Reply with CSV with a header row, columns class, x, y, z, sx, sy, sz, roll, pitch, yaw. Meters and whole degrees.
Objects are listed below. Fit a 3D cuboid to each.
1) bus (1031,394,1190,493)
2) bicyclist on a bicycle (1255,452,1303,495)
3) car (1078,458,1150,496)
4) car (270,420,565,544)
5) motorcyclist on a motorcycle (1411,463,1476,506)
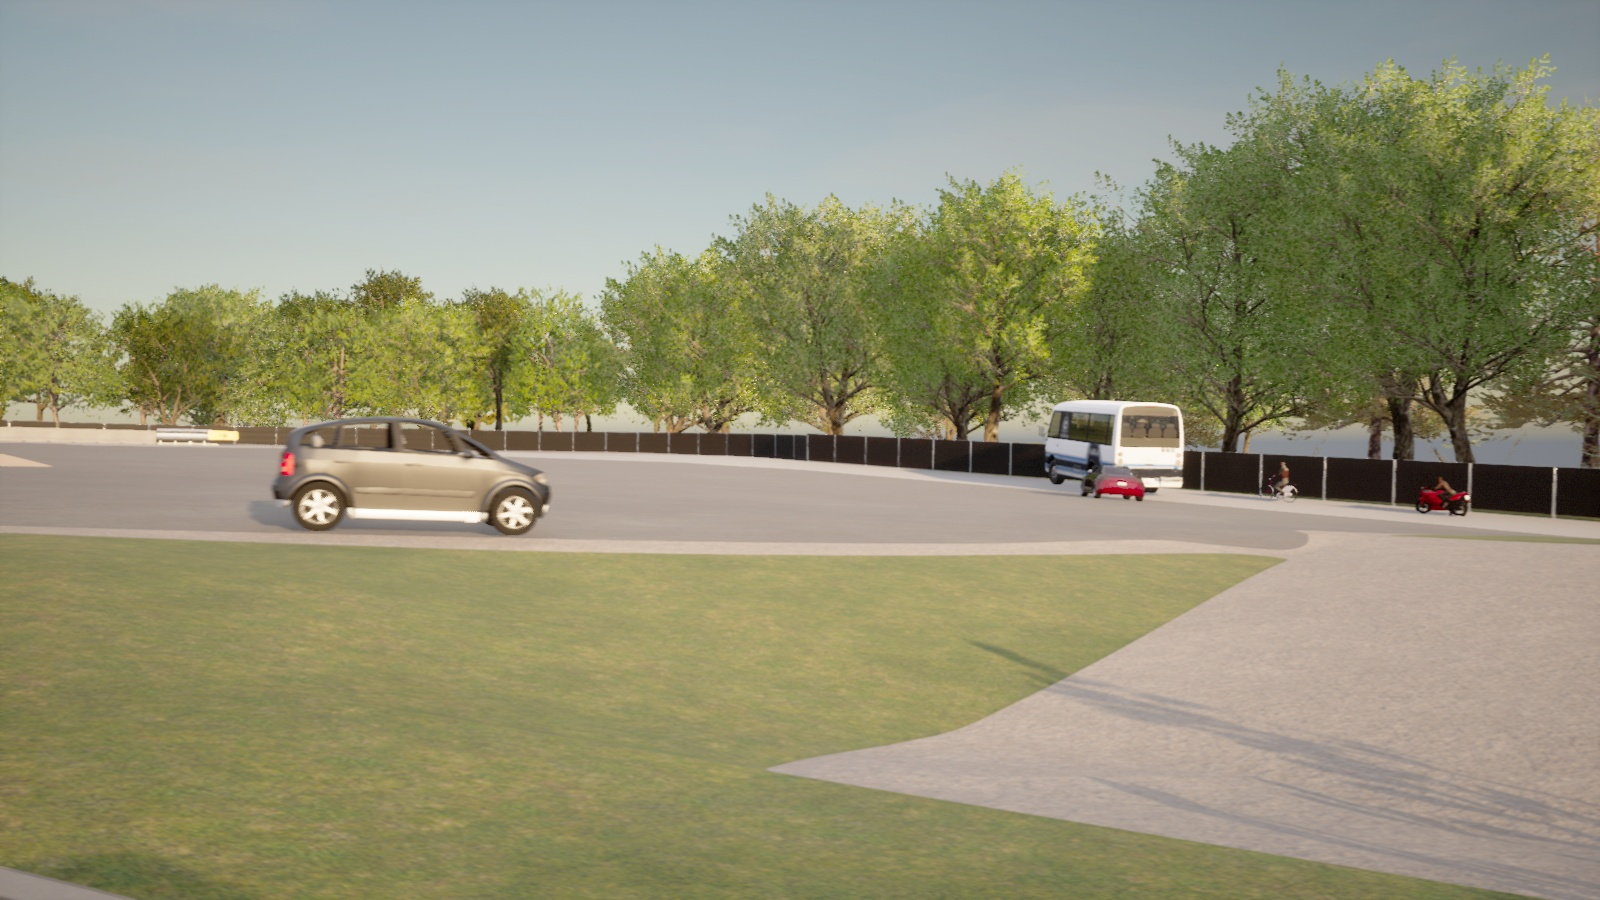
class,x,y,z,sx,sy,sz,roll,pitch,yaw
bus,14.726,-0.508,60.790,3.944,4.253,10.273,0,3,-7
bicyclist on a bicycle,20.626,1.002,54.095,0.659,1.776,1.843,-1,3,-36
car,12.686,1.082,50.963,1.994,1.385,4.181,3,0,3
car,-5.324,0.440,17.487,3.705,1.549,1.789,2,1,-22
motorcyclist on a motorcycle,24.809,1.327,48.442,0.797,1.523,2.044,-1,3,-38
